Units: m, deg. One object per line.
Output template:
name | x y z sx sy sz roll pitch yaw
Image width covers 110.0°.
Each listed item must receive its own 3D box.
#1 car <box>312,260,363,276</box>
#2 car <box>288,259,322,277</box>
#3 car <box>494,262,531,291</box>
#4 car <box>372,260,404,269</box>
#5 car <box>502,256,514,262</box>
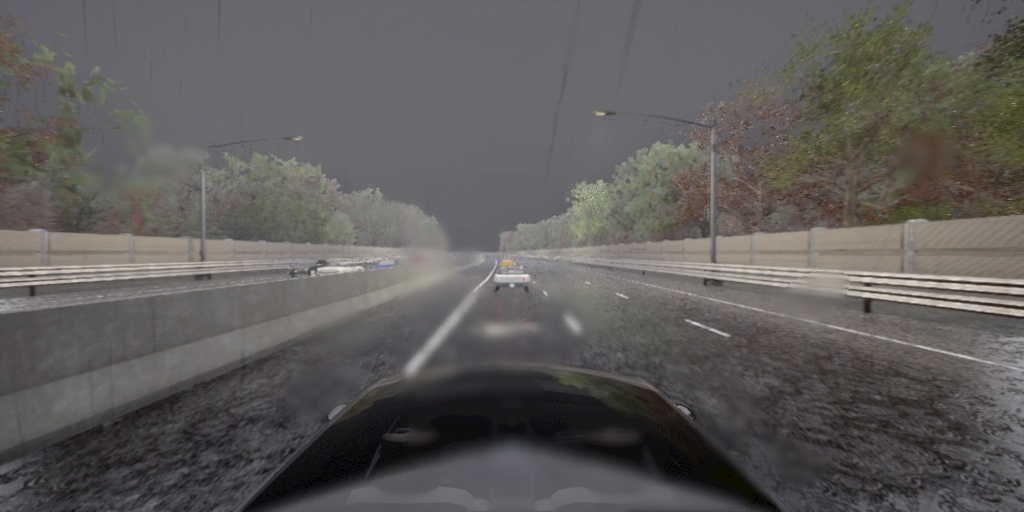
car | -14.302 1.144 30.049 1.895 1.301 4.718 0 0 -1
car | -17.826 1.038 31.970 1.837 1.490 4.892 0 0 -1
car | 0.004 1.207 20.496 1.895 1.301 4.718 0 0 -1
car | -10.824 1.053 31.722 1.812 1.442 4.674 0 0 -1
car | -0.666 0.812 52.934 1.801 1.575 5.366 0 0 -1
